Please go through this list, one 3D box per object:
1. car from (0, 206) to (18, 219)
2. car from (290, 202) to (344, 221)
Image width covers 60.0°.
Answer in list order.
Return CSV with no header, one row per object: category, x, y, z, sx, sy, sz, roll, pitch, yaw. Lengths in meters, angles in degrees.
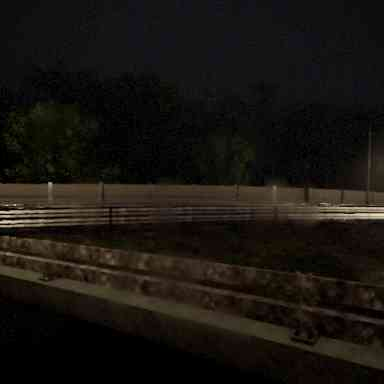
car,-13.640,1.444,20.690,5.008,1.535,1.882,0,0,-18
car,10.867,1.620,29.034,4.902,1.511,2.128,2,-1,-18
